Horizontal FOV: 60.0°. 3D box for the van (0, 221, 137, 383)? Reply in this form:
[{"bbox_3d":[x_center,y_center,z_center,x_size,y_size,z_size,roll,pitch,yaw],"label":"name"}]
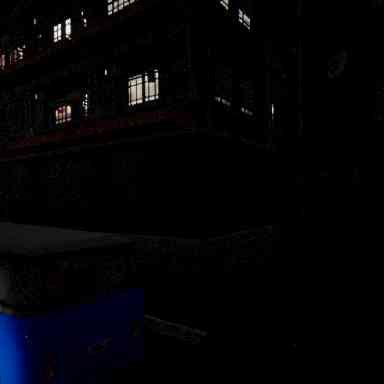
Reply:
[{"bbox_3d":[-2.454,1.343,4.475,3.998,1.788,1.690,0,-1,36],"label":"van"}]

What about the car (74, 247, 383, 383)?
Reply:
[{"bbox_3d":[2.036,1.315,1.243,5.009,1.841,2.192,0,-1,36],"label":"car"}]
